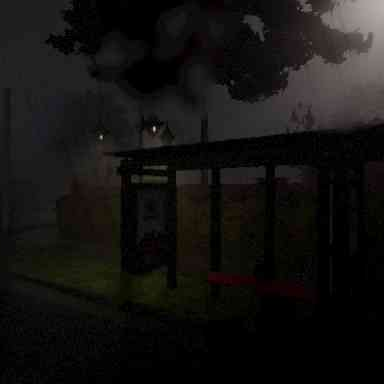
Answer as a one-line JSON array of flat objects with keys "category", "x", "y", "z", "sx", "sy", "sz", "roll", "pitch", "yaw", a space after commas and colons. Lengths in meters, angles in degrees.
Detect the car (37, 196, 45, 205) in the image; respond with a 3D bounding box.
[{"category": "car", "x": -23.270, "y": 1.165, "z": 48.625, "sx": 3.806, "sy": 1.475, "sz": 1.970, "roll": 0, "pitch": 0, "yaw": 36}]
